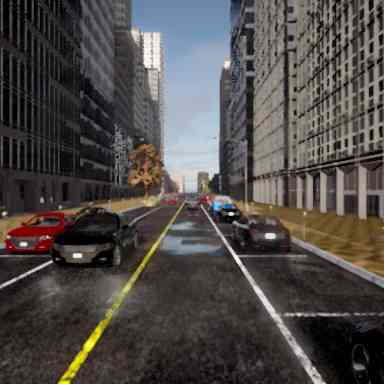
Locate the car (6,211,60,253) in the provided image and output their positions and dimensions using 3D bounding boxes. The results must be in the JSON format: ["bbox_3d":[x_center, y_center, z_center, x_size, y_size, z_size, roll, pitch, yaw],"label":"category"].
[{"bbox_3d":[-5.693,1.521,13.485,1.887,1.381,4.507,0,0,0],"label":"car"}]

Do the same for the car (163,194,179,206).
[{"bbox_3d":[-3.093,1.483,53.100,1.895,1.301,4.718,0,0,0],"label":"car"}]

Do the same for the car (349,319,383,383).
[{"bbox_3d":[2.691,1.562,2.096,1.947,1.339,4.313,0,0,0],"label":"car"}]

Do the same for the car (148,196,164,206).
[{"bbox_3d":[-5.708,1.432,53.335,2.008,1.369,4.403,0,0,0],"label":"car"}]

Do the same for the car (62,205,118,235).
[{"bbox_3d":[-5.696,1.531,19.178,1.947,1.339,4.313,0,0,0],"label":"car"}]

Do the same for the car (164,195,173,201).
[{"bbox_3d":[-5.718,1.361,81.796,1.947,1.339,4.313,0,0,0],"label":"car"}]

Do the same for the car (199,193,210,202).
[{"bbox_3d":[2.668,1.147,70.402,2.192,1.841,5.009,0,0,0],"label":"car"}]

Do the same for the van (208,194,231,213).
[{"bbox_3d":[2.682,1.282,30.558,1.690,1.788,3.998,0,0,0],"label":"van"}]

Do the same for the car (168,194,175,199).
[{"bbox_3d":[-5.722,1.338,93.179,1.802,1.307,4.206,0,0,0],"label":"car"}]

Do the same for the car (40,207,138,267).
[{"bbox_3d":[-3.106,1.457,11.532,1.882,1.535,5.008,0,0,0],"label":"car"}]

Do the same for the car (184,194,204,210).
[{"bbox_3d":[0.085,1.406,41.411,2.128,1.511,4.902,0,0,0],"label":"car"}]

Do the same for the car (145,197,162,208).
[{"bbox_3d":[-5.706,1.423,47.471,1.752,1.417,4.829,0,0,0],"label":"car"}]

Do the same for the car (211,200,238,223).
[{"bbox_3d":[2.683,1.519,24.864,1.947,1.339,4.313,0,0,0],"label":"car"}]

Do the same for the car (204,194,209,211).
[{"bbox_3d":[2.679,1.367,36.249,1.967,1.590,4.097,0,0,0],"label":"car"}]

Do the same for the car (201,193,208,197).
[{"bbox_3d":[2.672,1.180,59.017,2.192,1.841,5.009,0,0,0],"label":"car"}]

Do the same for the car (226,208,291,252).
[{"bbox_3d":[2.687,1.542,13.480,1.947,1.339,4.313,0,0,0],"label":"car"}]

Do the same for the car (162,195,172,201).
[{"bbox_3d":[-5.716,1.364,76.104,2.008,1.369,4.403,0,0,0],"label":"car"}]

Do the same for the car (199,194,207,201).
[{"bbox_3d":[2.663,1.320,81.956,1.752,1.417,4.829,0,0,0],"label":"car"}]
